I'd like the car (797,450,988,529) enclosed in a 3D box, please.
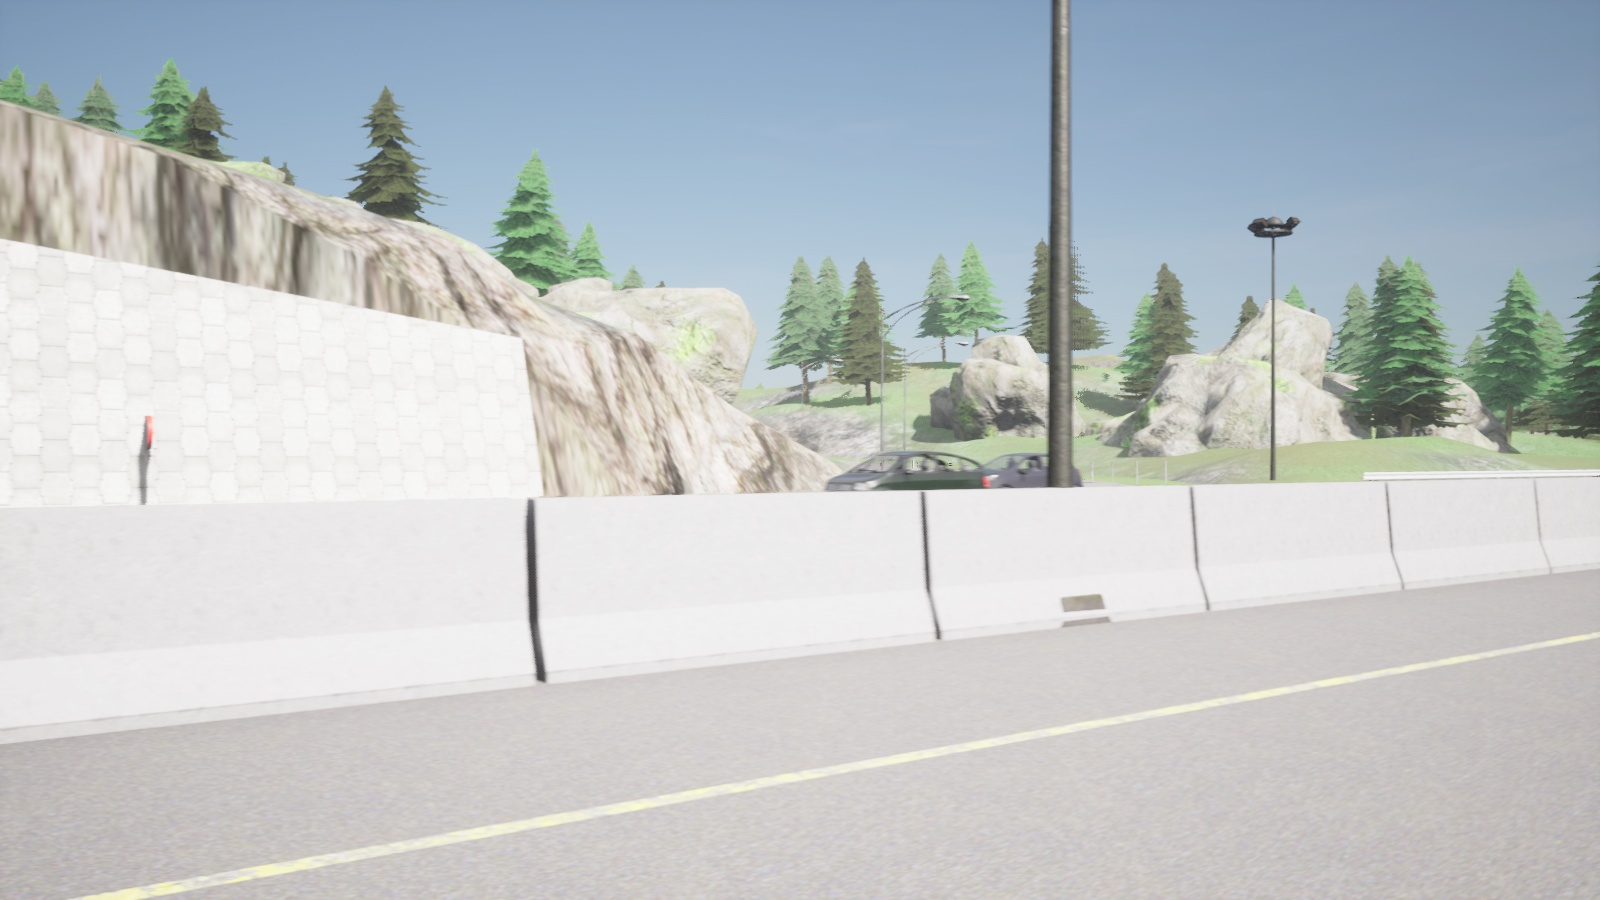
[{"bbox_3d":[1.967,0.785,26.350,3.705,1.549,1.789,0,0,-35],"label":"car"}]

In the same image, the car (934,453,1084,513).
[{"bbox_3d":[5.524,0.829,33.090,3.633,1.501,1.845,0,0,-35],"label":"car"}]
